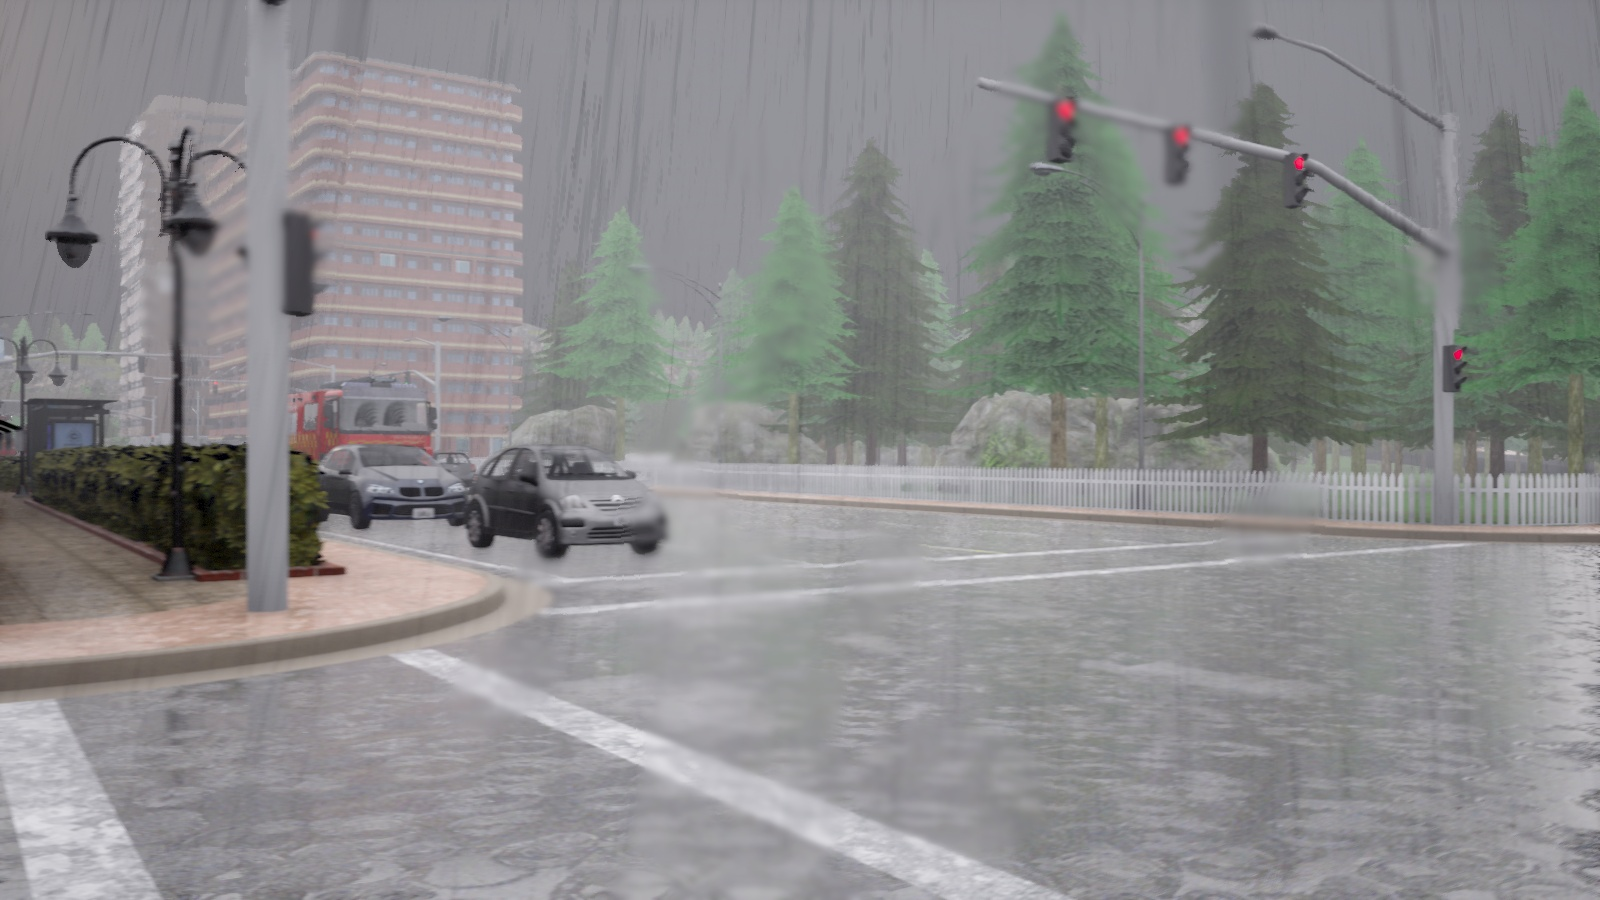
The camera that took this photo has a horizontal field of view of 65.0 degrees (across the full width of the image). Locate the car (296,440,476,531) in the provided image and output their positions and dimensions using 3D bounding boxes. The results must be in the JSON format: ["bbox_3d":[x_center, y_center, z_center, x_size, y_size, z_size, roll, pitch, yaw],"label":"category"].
[{"bbox_3d":[-8.579,0.663,25.780,2.242,1.667,4.611,0,0,-36],"label":"car"}]

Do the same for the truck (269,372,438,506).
[{"bbox_3d":[-14.458,-0.302,40.148,2.891,3.827,8.468,0,0,-35],"label":"truck"}]

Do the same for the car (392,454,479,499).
[{"bbox_3d":[-12.738,0.881,43.776,1.845,1.501,3.633,0,0,-35],"label":"car"}]

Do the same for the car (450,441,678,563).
[{"bbox_3d":[-3.623,0.692,18.779,1.851,1.617,3.988,0,0,-35],"label":"car"}]

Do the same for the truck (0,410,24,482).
[{"bbox_3d":[-45.914,-0.231,66.039,8.468,3.827,2.891,0,0,-36],"label":"truck"}]
